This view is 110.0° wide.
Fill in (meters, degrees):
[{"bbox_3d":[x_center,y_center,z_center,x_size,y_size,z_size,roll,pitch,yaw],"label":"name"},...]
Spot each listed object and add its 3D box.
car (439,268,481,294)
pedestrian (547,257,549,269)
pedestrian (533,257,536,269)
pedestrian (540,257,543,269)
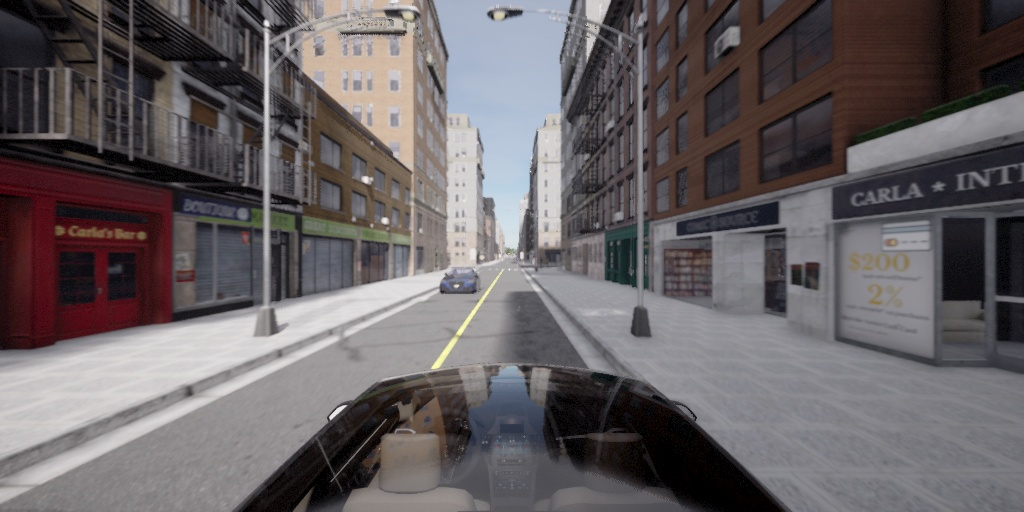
[{"bbox_3d":[-2.852,1.354,20.461,1.994,1.385,4.181,0,0,0],"label":"car"},{"bbox_3d":[5.507,1.012,55.510,0.375,1.860,0.375,0,0,0],"label":"pedestrian"},{"bbox_3d":[3.507,1.013,56.110,0.375,1.860,0.375,0,0,0],"label":"pedestrian"},{"bbox_3d":[4.507,1.010,54.911,0.375,1.860,0.375,0,0,0],"label":"pedestrian"}]
